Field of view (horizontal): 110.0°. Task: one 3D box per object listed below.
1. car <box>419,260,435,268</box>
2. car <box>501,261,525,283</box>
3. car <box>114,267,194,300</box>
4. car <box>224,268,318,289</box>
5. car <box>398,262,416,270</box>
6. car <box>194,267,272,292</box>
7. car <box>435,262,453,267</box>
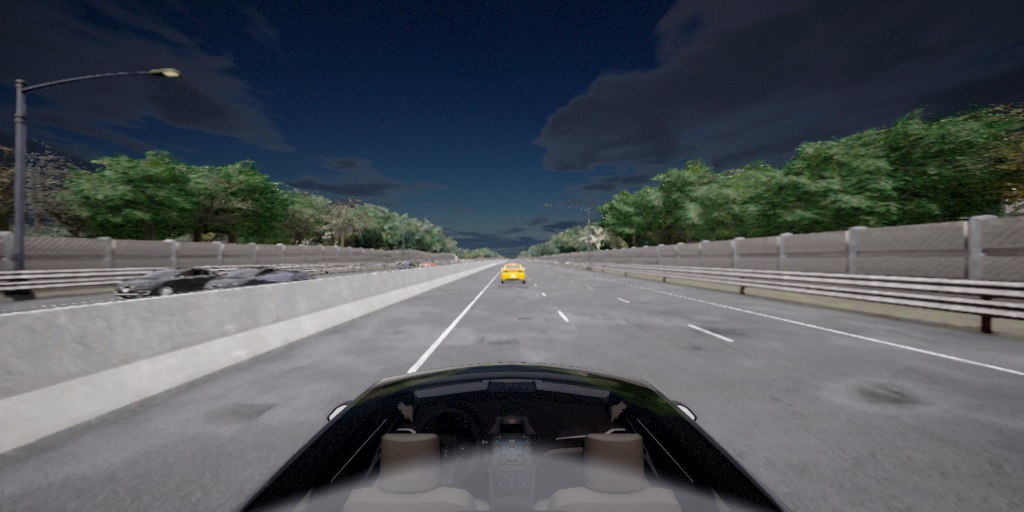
[{"bbox_3d":[-14.025,1.471,60.151,2.097,1.767,4.553,0,0,0],"label":"car"},{"bbox_3d":[0.097,1.405,30.257,1.882,1.535,5.008,0,0,0],"label":"car"},{"bbox_3d":[-17.587,1.357,18.741,1.837,1.490,4.892,0,0,0],"label":"car"},{"bbox_3d":[-10.591,1.403,16.663,1.994,1.385,4.181,0,0,0],"label":"car"},{"bbox_3d":[-17.525,1.676,60.088,1.994,1.385,4.181,0,0,1],"label":"car"},{"bbox_3d":[-14.088,1.362,19.495,1.837,1.490,4.892,0,0,0],"label":"car"},{"bbox_3d":[-10.537,1.667,57.667,1.994,1.385,4.181,0,0,1],"label":"car"}]
